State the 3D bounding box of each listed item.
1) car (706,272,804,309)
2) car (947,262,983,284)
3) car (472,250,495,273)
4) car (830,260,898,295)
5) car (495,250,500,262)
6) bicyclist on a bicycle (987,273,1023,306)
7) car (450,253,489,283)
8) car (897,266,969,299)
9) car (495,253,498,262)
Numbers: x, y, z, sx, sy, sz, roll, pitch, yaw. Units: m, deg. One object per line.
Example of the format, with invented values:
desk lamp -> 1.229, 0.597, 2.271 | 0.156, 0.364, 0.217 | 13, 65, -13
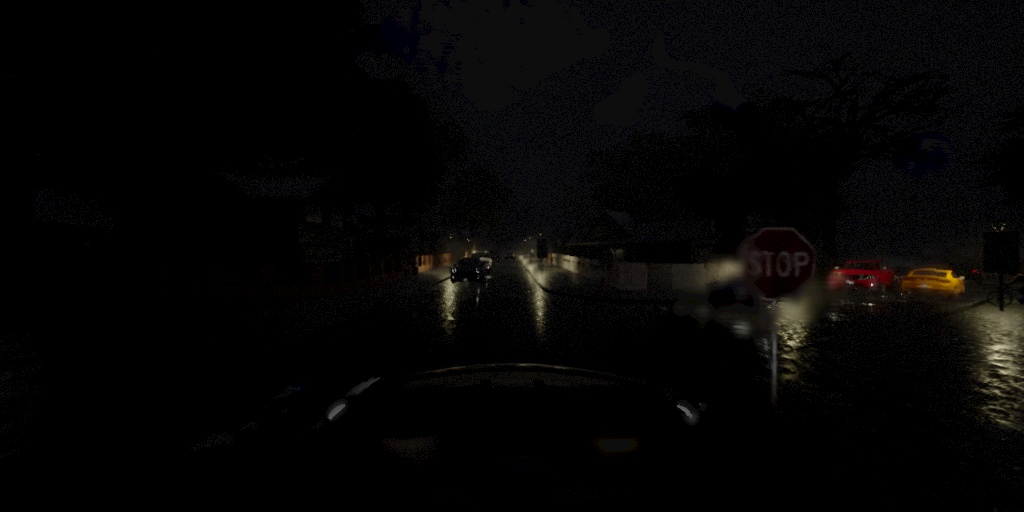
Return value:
car -> 10.666, 1.372, 15.727 | 5.008, 1.535, 1.882 | 1, -1, -28
car -> 42.414, 1.542, 33.781 | 5.566, 2.045, 2.150 | 1, -1, -38
car -> -3.100, 0.541, 35.124 | 2.150, 2.045, 5.566 | 0, 1, -1
car -> 22.584, 1.279, 23.019 | 5.566, 2.045, 2.150 | 1, -1, -34
car -> -3.190, 0.012, 60.272 | 2.150, 2.045, 5.566 | 0, 2, 0
bicyclist on a bicycle -> 21.886, 1.432, 15.505 | 0.582, 1.620, 1.656 | 1, -1, -32
car -> -3.025, 0.897, 25.391 | 2.097, 1.767, 4.553 | 0, 1, 0
car -> 24.167, 1.523, 20.527 | 5.008, 1.535, 1.882 | 1, -1, -33
car -> -3.156, 0.647, 45.184 | 1.994, 1.385, 4.181 | 0, 1, 0
